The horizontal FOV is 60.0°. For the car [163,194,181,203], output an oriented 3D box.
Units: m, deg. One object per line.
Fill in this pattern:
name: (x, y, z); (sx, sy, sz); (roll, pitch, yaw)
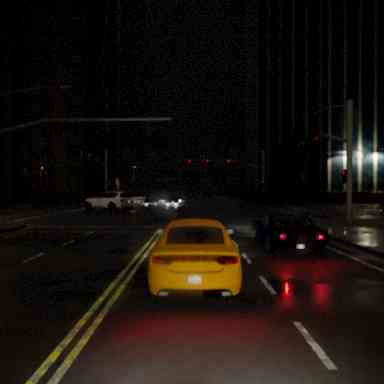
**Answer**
car: (-3.401, 1.164, 57.771); (1.895, 1.301, 4.718); (0, 0, 1)

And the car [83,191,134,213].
car: (-8.479, 0.966, 33.642); (5.566, 2.045, 2.150); (0, 0, 30)

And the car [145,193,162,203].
car: (-6.898, 1.039, 57.931); (1.882, 1.535, 5.008); (0, 0, 1)

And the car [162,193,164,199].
car: (-6.795, 0.972, 73.114); (2.128, 1.511, 4.902); (0, 0, 0)

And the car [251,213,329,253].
car: (3.618, 1.500, 13.232); (1.895, 1.301, 4.718); (0, 0, 0)

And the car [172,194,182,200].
car: (-3.296, 1.046, 72.664); (1.895, 1.301, 4.718); (0, 0, 0)

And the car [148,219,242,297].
car: (0.078, 1.413, 8.472); (1.882, 1.535, 5.008); (0, 0, 1)

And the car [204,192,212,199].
car: (3.724, 0.827, 79.615); (1.837, 1.490, 4.892); (0, 0, 0)

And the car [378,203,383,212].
car: (18.352, 1.311, 28.271); (4.674, 1.442, 1.812); (0, 0, 0)

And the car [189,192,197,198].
car: (0.225, 0.761, 80.164); (1.994, 1.385, 4.181); (0, 0, 0)
